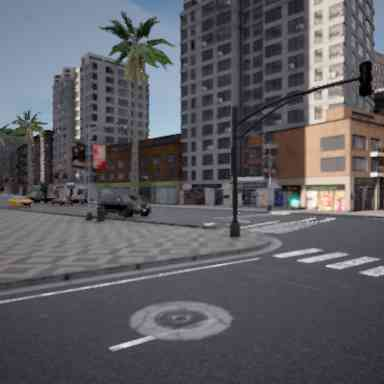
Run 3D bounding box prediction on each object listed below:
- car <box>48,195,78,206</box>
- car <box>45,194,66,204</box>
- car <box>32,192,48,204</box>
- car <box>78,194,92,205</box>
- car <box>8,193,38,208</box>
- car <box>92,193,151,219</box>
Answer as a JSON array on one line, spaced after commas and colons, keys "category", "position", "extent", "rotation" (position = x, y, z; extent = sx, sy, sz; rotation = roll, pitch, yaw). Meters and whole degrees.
[{"category": "car", "position": [-19.563, 1.328, 50.403], "extent": [4.674, 1.442, 1.812], "rotation": [0, 0, 45]}, {"category": "car", "position": [-24.619, 1.233, 59.881], "extent": [1.837, 1.490, 4.892], "rotation": [0, 1, -44]}, {"category": "car", "position": [-26.659, 0.962, 57.317], "extent": [2.150, 2.045, 5.566], "rotation": [0, 1, -44]}, {"category": "car", "position": [-17.573, 1.143, 53.001], "extent": [4.553, 1.767, 2.097], "rotation": [0, 0, 45]}, {"category": "car", "position": [-22.874, 1.308, 44.403], "extent": [5.008, 1.535, 1.882], "rotation": [0, 0, 45]}, {"category": "car", "position": [-5.992, 1.142, 29.053], "extent": [5.566, 2.045, 2.150], "rotation": [0, 0, 41]}]
